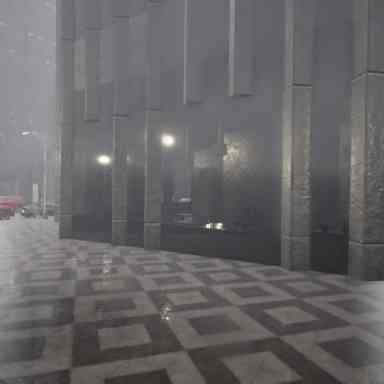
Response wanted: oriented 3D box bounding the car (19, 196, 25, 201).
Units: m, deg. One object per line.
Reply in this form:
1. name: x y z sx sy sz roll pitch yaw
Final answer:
1. car: -20.775 1.354 36.328 2.192 1.841 5.009 1 0 36

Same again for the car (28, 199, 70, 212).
1. car: -17.501 1.634 40.923 1.947 1.339 4.313 1 0 36

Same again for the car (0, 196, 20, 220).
1. car: -17.118 1.463 26.776 2.192 1.841 5.009 1 0 36

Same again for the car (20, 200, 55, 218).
1. car: -13.844 1.742 31.372 1.947 1.339 4.313 1 0 36
